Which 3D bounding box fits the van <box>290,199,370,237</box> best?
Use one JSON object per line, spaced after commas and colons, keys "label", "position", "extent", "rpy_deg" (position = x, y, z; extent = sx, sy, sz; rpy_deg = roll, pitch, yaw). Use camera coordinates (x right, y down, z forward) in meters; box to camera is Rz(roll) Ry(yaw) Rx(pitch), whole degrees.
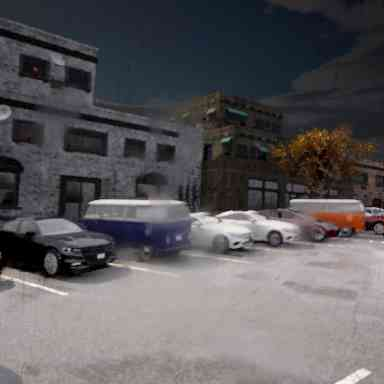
{"label": "van", "position": [7.362, 1.415, 18.939], "extent": [4.442, 1.987, 1.878], "rpy_deg": [-1, -1, 35]}

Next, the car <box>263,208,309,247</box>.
{"label": "car", "position": [2.676, 1.590, 15.489], "extent": [4.674, 1.452, 2.002], "rpy_deg": [-1, -1, 35]}

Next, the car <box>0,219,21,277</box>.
{"label": "car", "position": [-6.861, 1.500, 8.667], "extent": [4.792, 1.488, 2.163], "rpy_deg": [-1, -1, 35]}

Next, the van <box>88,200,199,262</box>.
{"label": "van", "position": [-2.207, 1.274, 12.152], "extent": [4.442, 1.987, 1.878], "rpy_deg": [-1, -1, 35]}

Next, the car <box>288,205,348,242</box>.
{"label": "car", "position": [5.088, 1.615, 17.160], "extent": [4.792, 1.488, 2.163], "rpy_deg": [-1, -1, 35]}

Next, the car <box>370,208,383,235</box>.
{"label": "car", "position": [9.845, 1.713, 20.563], "extent": [5.008, 1.535, 2.097], "rpy_deg": [0, -2, 35]}

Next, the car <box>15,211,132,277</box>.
{"label": "car", "position": [-4.505, 1.481, 10.388], "extent": [5.008, 1.535, 2.097], "rpy_deg": [-1, -1, 35]}

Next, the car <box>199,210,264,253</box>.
{"label": "car", "position": [0.280, 1.561, 13.788], "extent": [4.674, 1.452, 2.002], "rpy_deg": [-1, -1, 35]}
